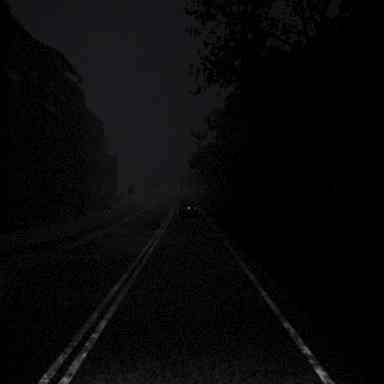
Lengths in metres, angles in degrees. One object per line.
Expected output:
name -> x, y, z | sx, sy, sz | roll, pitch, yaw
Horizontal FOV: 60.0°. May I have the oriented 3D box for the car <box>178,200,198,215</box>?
car -> -0.361, 1.473, 32.390 | 2.033, 1.411, 5.357 | 0, 0, -2
